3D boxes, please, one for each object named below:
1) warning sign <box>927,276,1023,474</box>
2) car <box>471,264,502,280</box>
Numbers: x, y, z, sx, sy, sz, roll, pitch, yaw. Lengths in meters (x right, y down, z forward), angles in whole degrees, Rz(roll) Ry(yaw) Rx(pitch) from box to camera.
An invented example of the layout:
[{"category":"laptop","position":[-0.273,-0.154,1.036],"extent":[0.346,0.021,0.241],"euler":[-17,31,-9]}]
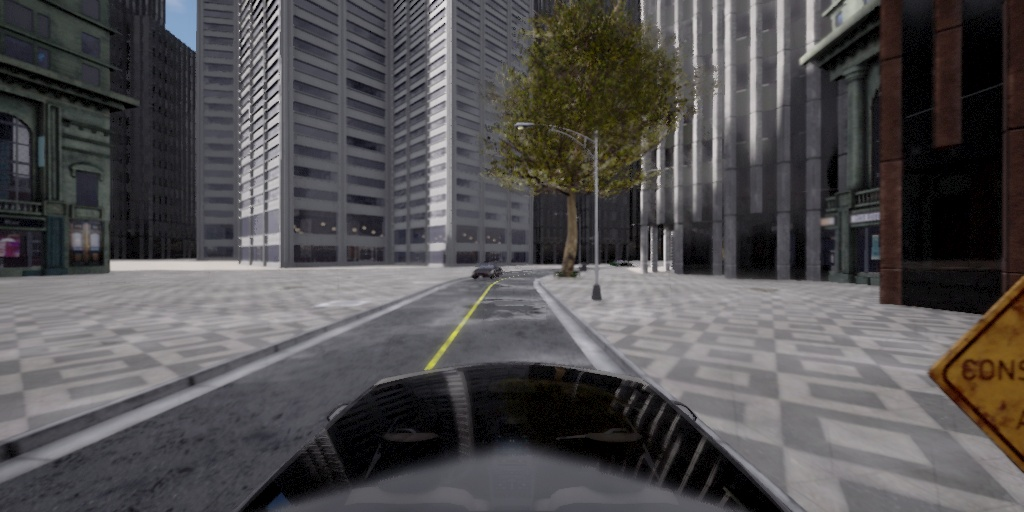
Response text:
[{"category":"warning sign","position":[2.718,0.867,1.820],"extent":[1.300,1.860,1.060],"euler":[0,0,0]},{"category":"car","position":[-2.202,1.409,33.103],"extent":[2.033,1.411,5.357],"euler":[0,0,10]}]
